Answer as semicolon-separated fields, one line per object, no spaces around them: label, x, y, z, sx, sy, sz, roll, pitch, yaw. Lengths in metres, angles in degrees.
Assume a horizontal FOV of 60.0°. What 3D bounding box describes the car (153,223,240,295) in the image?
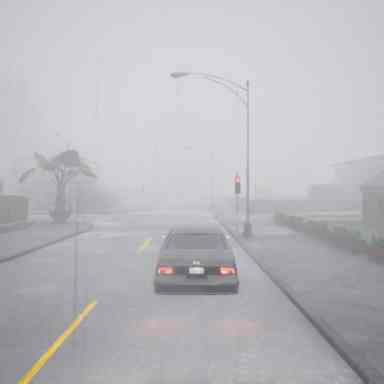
car;0.099;1.547;8.855;2.033;1.411;5.357;0;0;0

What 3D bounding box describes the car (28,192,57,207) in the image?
car;-19.748;0.985;43.898;1.905;1.878;3.866;0;0;35
